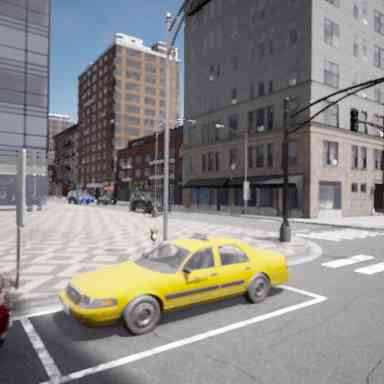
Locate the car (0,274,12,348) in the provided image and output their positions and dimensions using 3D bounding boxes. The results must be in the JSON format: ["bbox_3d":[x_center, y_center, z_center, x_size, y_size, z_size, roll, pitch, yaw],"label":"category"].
[{"bbox_3d":[-4.489,1.536,3.550,4.507,1.381,1.887,0,0,-36],"label":"car"}]

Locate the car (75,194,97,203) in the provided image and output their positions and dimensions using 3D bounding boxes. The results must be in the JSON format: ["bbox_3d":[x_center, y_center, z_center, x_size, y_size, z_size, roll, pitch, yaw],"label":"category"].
[{"bbox_3d":[-18.469,1.140,57.741,2.033,1.411,5.357,1,0,-35],"label":"car"}]

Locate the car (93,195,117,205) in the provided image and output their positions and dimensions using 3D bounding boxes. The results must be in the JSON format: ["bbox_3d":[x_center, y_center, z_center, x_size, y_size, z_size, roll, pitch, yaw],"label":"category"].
[{"bbox_3d":[-12.714,1.209,49.682,1.812,1.442,4.674,1,0,-35],"label":"car"}]

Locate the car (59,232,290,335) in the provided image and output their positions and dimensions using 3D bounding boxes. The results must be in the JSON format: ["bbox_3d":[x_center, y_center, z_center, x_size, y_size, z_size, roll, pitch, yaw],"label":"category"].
[{"bbox_3d":[-0.051,1.544,6.722,4.829,1.417,1.752,0,0,-36],"label":"car"}]

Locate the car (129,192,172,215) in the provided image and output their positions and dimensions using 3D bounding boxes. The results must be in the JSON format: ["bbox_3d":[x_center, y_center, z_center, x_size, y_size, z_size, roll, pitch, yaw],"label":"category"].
[{"bbox_3d":[-4.122,1.033,32.068,2.150,2.045,5.566,1,0,-35],"label":"car"}]

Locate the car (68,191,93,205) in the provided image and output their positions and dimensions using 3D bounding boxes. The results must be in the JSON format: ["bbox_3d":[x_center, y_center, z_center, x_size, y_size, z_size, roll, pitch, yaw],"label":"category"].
[{"bbox_3d":[-17.367,0.815,50.984,2.150,2.045,5.566,1,0,-35],"label":"car"}]
